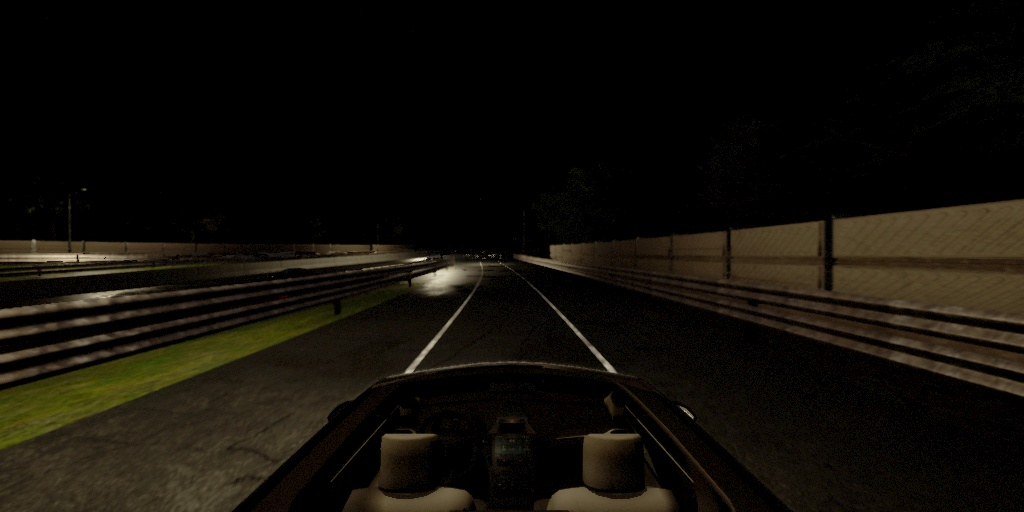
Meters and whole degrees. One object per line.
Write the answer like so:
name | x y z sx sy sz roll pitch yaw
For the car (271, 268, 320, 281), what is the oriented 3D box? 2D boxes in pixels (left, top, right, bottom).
car | -19.296 1.776 32.275 1.812 1.442 4.674 1 3 10

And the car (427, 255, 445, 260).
car | -13.475 0.423 63.800 1.994 1.385 4.181 1 2 10
